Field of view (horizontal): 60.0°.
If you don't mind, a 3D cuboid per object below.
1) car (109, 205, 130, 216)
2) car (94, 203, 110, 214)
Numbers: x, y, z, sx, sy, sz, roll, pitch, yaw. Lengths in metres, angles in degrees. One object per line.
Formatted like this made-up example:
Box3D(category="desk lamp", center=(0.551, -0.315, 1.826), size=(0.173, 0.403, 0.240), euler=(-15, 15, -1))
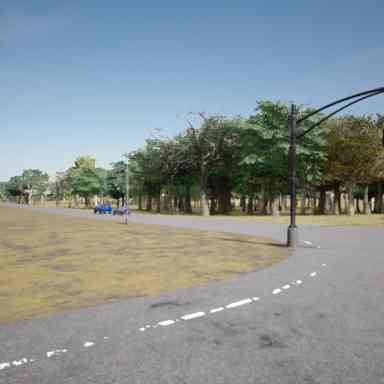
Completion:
Box3D(category="car", center=(-12.077, 3.265, 56.992), size=(1.812, 1.442, 4.674), euler=(1, -2, -33))
Box3D(category="car", center=(-17.576, 3.252, 65.397), size=(2.150, 2.045, 5.566), euler=(1, -2, -33))
